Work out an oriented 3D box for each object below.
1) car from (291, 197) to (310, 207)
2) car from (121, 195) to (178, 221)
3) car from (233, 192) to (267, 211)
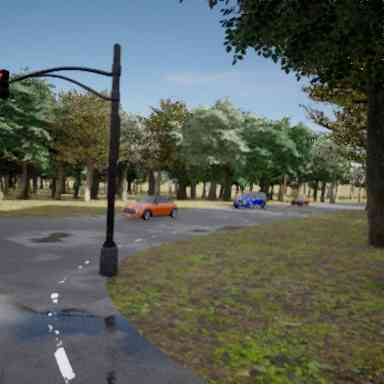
[{"bbox_3d":[17.827,1.580,54.609,1.882,1.535,5.008,4,1,35],"label":"car"},{"bbox_3d":[-3.064,1.046,24.653,2.097,1.767,4.553,4,2,35],"label":"car"},{"bbox_3d":[6.890,1.024,38.976,2.150,2.045,5.566,4,2,35],"label":"car"}]
